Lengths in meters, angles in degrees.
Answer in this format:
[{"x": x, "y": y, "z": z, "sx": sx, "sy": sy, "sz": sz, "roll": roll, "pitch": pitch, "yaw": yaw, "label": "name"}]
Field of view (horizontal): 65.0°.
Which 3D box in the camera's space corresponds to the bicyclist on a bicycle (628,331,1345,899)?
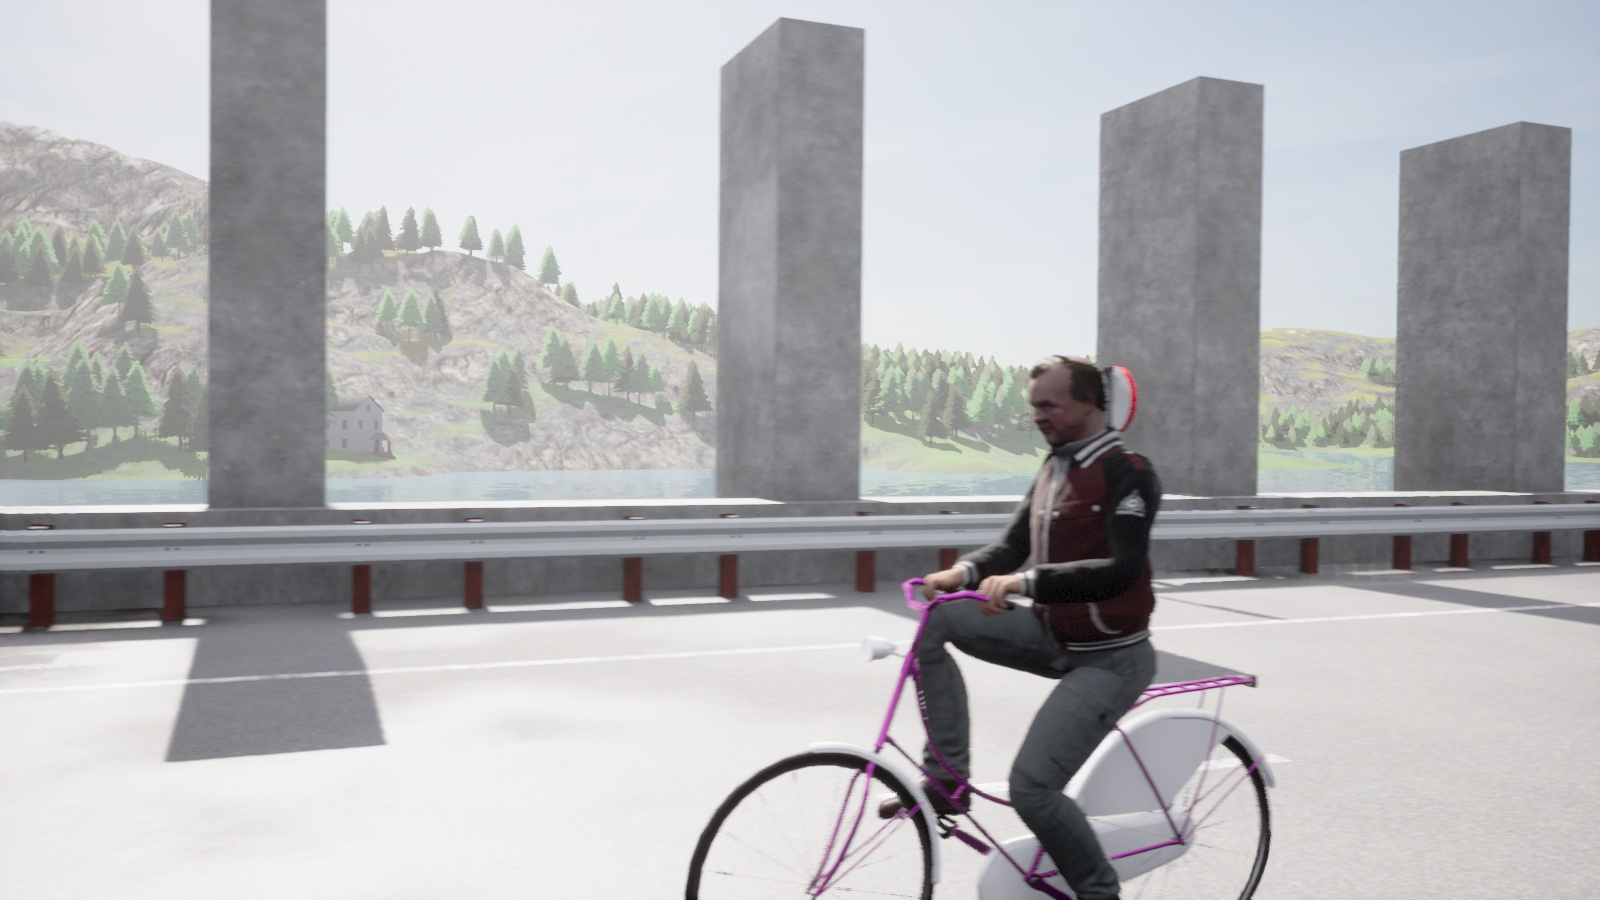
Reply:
[{"x": 0.521, "y": 0.607, "z": 3.435, "sx": 1.843, "sy": 1.776, "sz": 0.659, "roll": -1, "pitch": 1, "yaw": -21, "label": "bicyclist on a bicycle"}]
